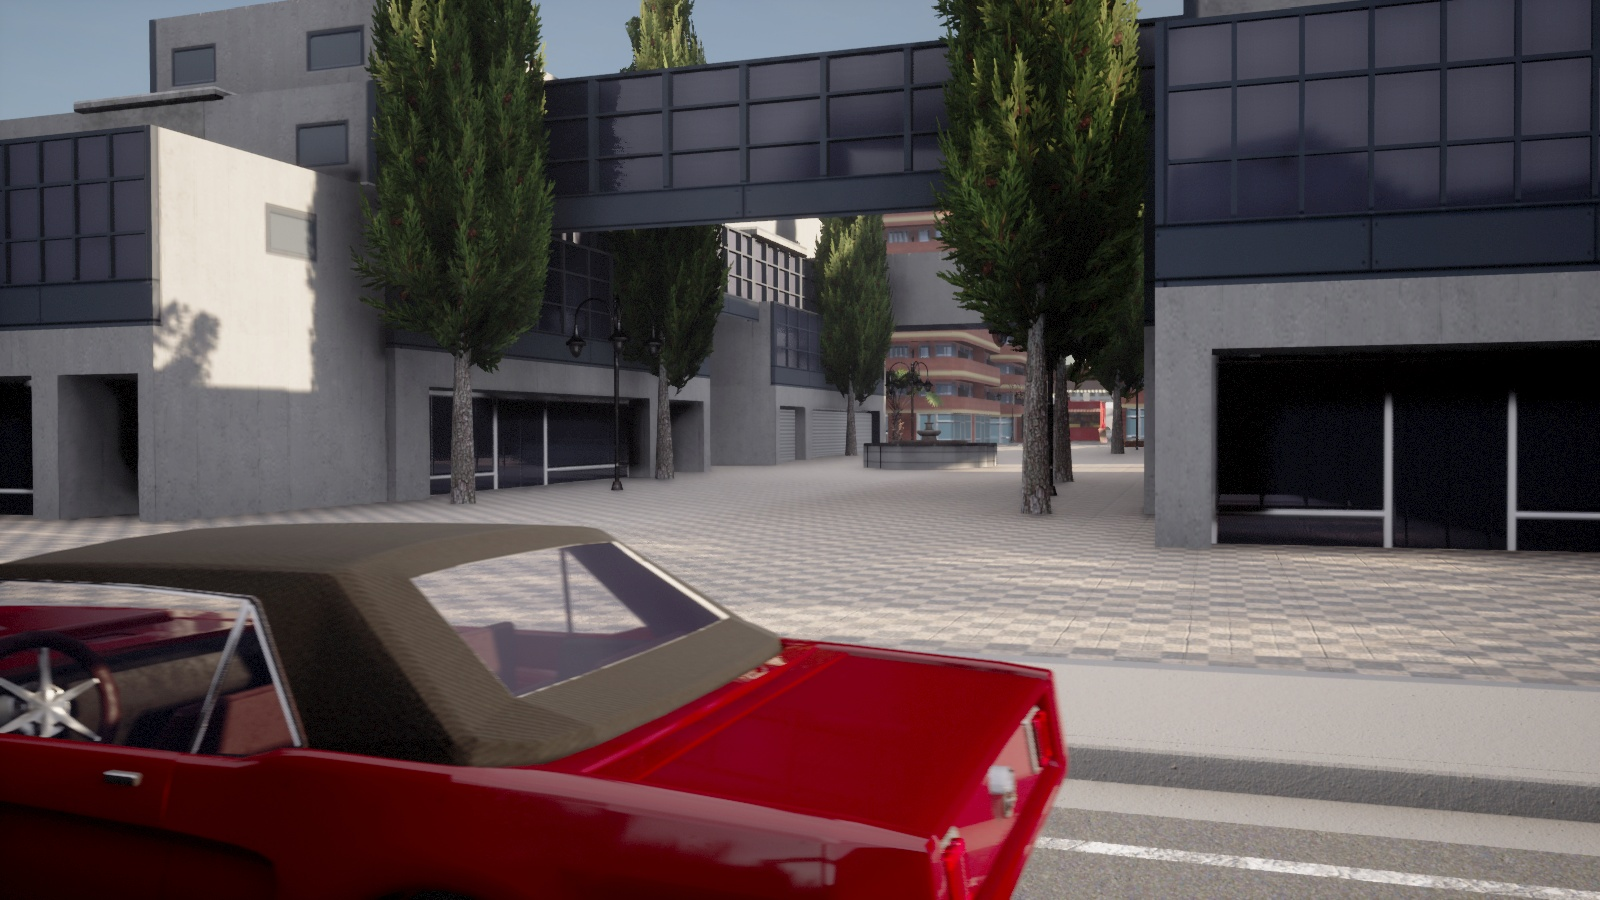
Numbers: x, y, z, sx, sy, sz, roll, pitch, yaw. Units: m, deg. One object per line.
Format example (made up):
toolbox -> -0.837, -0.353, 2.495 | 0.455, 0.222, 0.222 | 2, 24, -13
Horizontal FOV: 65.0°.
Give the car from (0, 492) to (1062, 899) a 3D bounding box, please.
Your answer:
car -> -1.726, 0.860, 3.779 | 4.718, 1.301, 1.895 | 1, 1, 19
